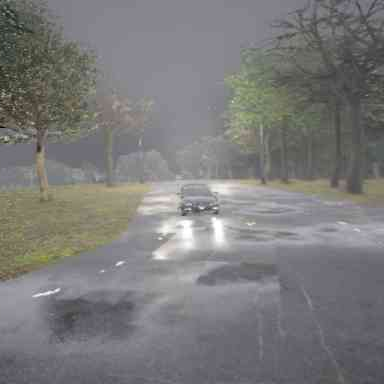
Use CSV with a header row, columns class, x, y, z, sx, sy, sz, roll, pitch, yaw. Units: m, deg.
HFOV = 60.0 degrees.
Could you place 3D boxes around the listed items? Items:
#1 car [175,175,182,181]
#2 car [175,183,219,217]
class,x,y,z,sx,sy,sz,roll,pitch,yaw
car,-3.812,-3.881,91.296,2.128,1.511,4.902,-2,3,-4
car,0.201,0.335,17.628,1.837,1.490,4.892,-2,4,-6
